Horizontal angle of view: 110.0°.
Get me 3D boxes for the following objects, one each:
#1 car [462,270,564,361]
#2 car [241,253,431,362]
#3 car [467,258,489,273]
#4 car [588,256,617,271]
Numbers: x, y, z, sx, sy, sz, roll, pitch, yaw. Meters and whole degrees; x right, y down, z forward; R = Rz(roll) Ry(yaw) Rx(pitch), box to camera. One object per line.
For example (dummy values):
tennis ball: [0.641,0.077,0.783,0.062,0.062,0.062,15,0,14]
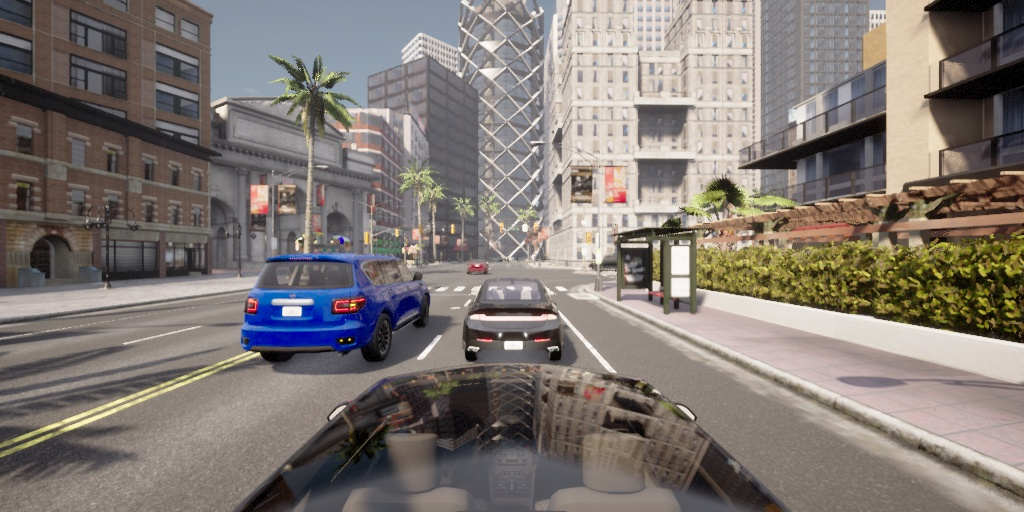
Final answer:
car: [0.015,1.240,8.266,2.128,1.511,4.902,0,0,0]
car: [-3.487,0.970,8.353,2.150,2.045,5.566,0,0,0]
car: [-3.795,1.094,40.837,2.097,1.767,4.553,0,0,-1]
car: [13.125,0.963,48.323,5.566,2.045,2.150,0,0,1]
